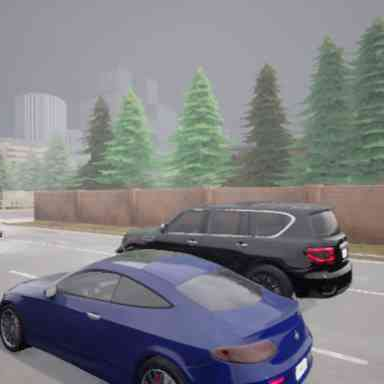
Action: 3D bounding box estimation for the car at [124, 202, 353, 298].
[{"bbox_3d":[0.690,1.259,7.800,5.566,2.045,2.150,0,0,35],"label":"car"}]

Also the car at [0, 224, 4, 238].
[{"bbox_3d":[-11.117,1.715,16.193,5.357,1.411,2.033,-1,0,39],"label":"car"}]

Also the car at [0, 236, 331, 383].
[{"bbox_3d":[-0.813,1.555,4.573,4.674,1.442,1.812,-1,-1,36],"label":"car"}]
